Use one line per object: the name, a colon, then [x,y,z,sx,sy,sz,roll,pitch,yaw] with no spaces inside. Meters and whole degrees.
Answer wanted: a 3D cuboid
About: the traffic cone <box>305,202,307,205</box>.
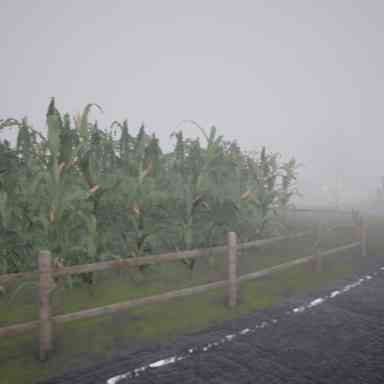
traffic cone: [18.943,1.846,55.132,0.340,0.580,0.340,0,0,-11]
